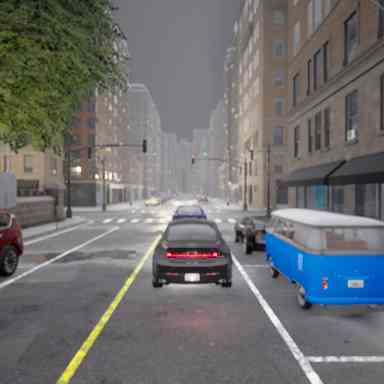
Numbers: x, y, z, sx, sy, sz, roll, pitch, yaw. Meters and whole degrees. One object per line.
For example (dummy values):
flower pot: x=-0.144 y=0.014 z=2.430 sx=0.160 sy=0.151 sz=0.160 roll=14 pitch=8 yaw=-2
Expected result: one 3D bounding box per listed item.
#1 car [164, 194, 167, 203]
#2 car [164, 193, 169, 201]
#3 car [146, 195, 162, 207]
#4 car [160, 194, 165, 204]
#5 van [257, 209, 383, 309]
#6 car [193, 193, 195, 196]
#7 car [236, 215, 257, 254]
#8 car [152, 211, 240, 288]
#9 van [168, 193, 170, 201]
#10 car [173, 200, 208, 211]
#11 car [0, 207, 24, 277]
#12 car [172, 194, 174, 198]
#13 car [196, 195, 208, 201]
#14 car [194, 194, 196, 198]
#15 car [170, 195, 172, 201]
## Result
car: x=-6.185 y=1.504 z=62.041 sx=1.887 sy=1.381 sz=4.507 roll=0 pitch=0 yaw=0
car: x=-6.230 y=1.503 z=67.491 sx=1.887 sy=1.381 sz=4.507 roll=0 pitch=0 yaw=0
car: x=-6.092 y=1.489 z=50.969 sx=1.752 sy=1.417 sz=4.829 roll=0 pitch=0 yaw=0
car: x=-6.139 y=1.511 z=56.590 sx=2.008 sy=1.369 sz=4.403 roll=0 pitch=0 yaw=0
van: x=2.797 y=1.339 z=7.564 sx=1.690 sy=1.788 sz=3.998 roll=0 pitch=0 yaw=0
car: x=2.064 y=1.489 z=95.010 sx=1.752 sy=1.417 sz=4.829 roll=0 pitch=0 yaw=0
car: x=2.750 y=1.561 z=13.224 sx=1.947 sy=1.339 sz=4.313 roll=0 pitch=0 yaw=0
car: x=-0.003 y=1.502 z=9.240 sx=1.837 sy=1.490 sz=4.892 roll=0 pitch=0 yaw=0
van: x=-6.276 y=1.299 z=72.942 sx=1.690 sy=1.788 sz=3.998 roll=0 pitch=0 yaw=0
car: x=-0.121 y=1.469 z=18.799 sx=1.882 sy=1.535 sz=5.008 roll=0 pitch=0 yaw=0
car: x=-5.727 y=1.313 z=7.452 sx=2.192 sy=1.841 sz=5.009 roll=0 pitch=0 yaw=0
car: x=-6.368 y=1.275 z=83.843 sx=2.192 sy=1.841 sz=5.009 roll=0 pitch=0 yaw=0
car: x=2.293 y=1.398 z=67.598 sx=1.967 sy=1.590 sz=4.097 roll=0 pitch=0 yaw=0
car: x=2.203 y=1.509 z=78.495 sx=2.008 sy=1.369 sz=4.403 roll=0 pitch=0 yaw=0
car: x=-6.321 y=1.509 z=78.392 sx=2.008 sy=1.369 sz=4.403 roll=0 pitch=0 yaw=0
